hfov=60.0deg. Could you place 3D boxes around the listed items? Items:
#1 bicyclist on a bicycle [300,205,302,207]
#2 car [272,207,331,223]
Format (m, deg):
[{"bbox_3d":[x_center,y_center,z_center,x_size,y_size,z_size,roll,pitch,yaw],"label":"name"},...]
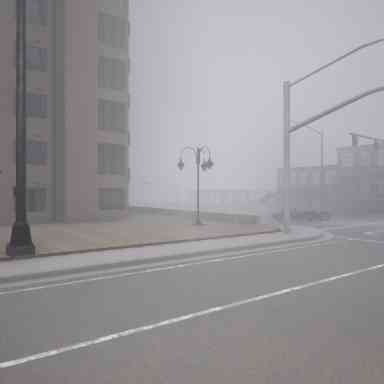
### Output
[{"bbox_3d":[13.543,2.464,40.664,1.656,1.620,0.582,0,-8,-35],"label":"bicyclist on a bicycle"},{"bbox_3d":[9.185,1.918,28.088,1.895,1.301,4.718,0,-5,-36],"label":"car"}]
